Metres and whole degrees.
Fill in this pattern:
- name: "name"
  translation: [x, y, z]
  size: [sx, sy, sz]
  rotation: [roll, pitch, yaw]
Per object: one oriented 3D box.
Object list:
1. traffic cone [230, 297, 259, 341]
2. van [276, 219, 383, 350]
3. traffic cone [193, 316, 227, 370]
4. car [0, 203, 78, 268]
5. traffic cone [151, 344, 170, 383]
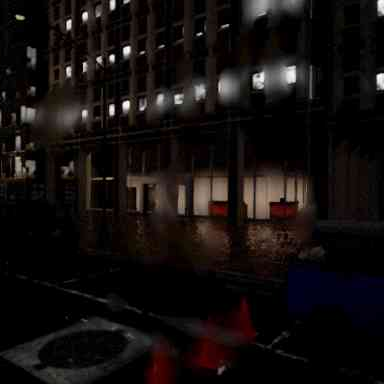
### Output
- name: "traffic cone"
  translation: [0.824, 1.953, 5.230]
  size: [0.340, 0.580, 0.340]
  rotation: [0, 0, 36]
- name: "van"
  translation: [3.289, 1.343, 4.640]
  size: [3.998, 1.788, 1.690]
  rotation: [0, 1, 36]
- name: "traffic cone"
  translation: [0.242, 1.953, 4.418]
  size: [0.340, 0.580, 0.340]
  rotation: [0, 0, 36]
- name: "car"
  translation: [-5.951, 1.297, 11.261]
  size: [5.009, 1.841, 2.192]
  rotation: [0, 1, 36]
- name: "traffic cone"
  translation: [-0.341, 1.952, 3.605]
  size: [0.340, 0.580, 0.340]
  rotation: [0, 0, 36]
